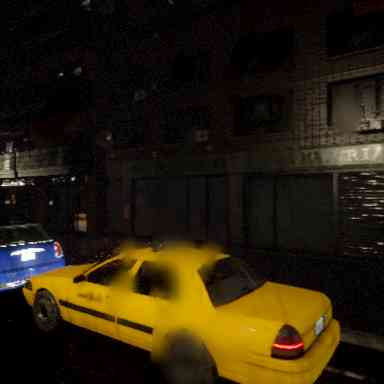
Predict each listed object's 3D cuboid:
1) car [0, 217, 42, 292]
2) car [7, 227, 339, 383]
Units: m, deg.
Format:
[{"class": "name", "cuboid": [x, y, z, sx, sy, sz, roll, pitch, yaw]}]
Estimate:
[{"class": "car", "cuboid": [-5.393, 1.484, 8.636, 4.553, 1.767, 2.097, -1, -1, 35]}, {"class": "car", "cuboid": [-0.641, 1.532, 5.289, 5.366, 1.575, 1.801, -1, -1, 35]}]
